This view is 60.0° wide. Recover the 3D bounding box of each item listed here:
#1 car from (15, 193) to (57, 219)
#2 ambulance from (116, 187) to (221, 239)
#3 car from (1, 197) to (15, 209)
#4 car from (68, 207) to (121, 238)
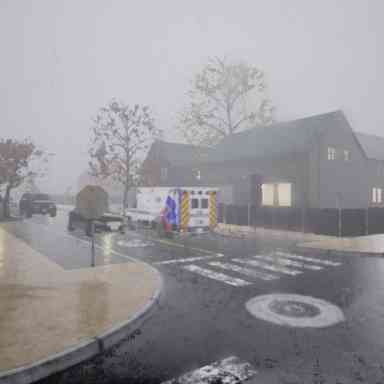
[{"bbox_3d":[-13.400,1.121,28.730,2.150,2.045,5.566,1,-1,-37],"label":"car"},{"bbox_3d":[-1.384,1.018,17.398,2.351,2.431,6.366,1,0,-37],"label":"ambulance"},{"bbox_3d":[-23.755,1.374,42.735,1.812,1.442,4.674,1,-1,-37],"label":"car"},{"bbox_3d":[-5.100,1.433,17.603,2.128,1.511,4.902,1,0,-37],"label":"car"}]
